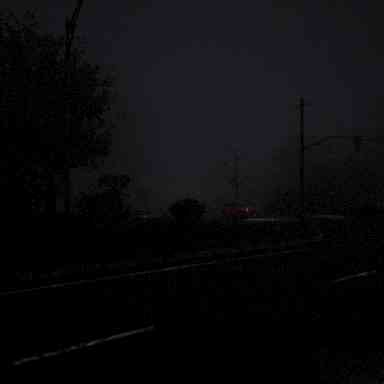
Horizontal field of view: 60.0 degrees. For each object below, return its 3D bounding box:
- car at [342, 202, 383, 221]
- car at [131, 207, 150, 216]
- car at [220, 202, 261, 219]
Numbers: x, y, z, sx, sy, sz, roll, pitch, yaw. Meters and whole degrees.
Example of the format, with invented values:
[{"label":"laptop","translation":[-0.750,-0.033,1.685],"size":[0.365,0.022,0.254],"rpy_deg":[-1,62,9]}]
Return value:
[{"label":"car","translation":[16.107,1.705,30.138],"size":[1.882,1.535,5.008],"rpy_deg":[0,-1,-33]},{"label":"car","translation":[-9.004,3.316,56.402],"size":[2.033,1.411,5.357],"rpy_deg":[0,-3,-32]},{"label":"car","translation":[4.945,1.817,34.424],"size":[2.097,1.767,4.553],"rpy_deg":[0,-2,-33]}]
